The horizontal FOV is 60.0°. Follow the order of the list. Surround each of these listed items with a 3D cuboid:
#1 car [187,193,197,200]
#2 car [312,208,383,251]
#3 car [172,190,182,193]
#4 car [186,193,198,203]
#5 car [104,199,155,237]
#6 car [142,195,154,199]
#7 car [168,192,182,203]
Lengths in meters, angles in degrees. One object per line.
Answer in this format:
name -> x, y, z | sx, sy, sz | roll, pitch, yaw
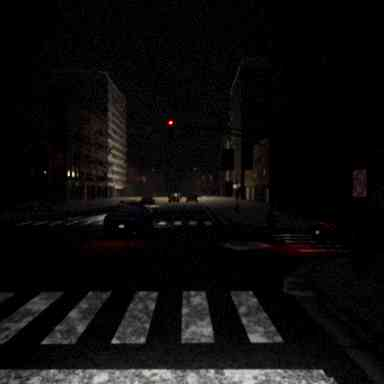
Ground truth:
car -> -0.014, 0.895, 69.698 | 1.882, 1.535, 5.008 | 0, 0, 0
car -> 7.325, 1.411, 13.148 | 5.008, 1.535, 1.882 | 0, -1, -6
car -> -3.264, 0.642, 69.725 | 2.150, 2.045, 5.566 | 0, 0, 0
car -> -0.012, 0.965, 59.665 | 2.097, 1.767, 4.553 | 0, 0, 0
car -> -3.158, 1.370, 17.380 | 1.882, 1.535, 5.008 | 0, 0, 0
car -> -6.589, 1.206, 49.471 | 1.812, 1.442, 4.674 | 0, 0, 0
car -> -3.262, 1.213, 59.726 | 1.895, 1.301, 4.718 | 0, 0, 0
